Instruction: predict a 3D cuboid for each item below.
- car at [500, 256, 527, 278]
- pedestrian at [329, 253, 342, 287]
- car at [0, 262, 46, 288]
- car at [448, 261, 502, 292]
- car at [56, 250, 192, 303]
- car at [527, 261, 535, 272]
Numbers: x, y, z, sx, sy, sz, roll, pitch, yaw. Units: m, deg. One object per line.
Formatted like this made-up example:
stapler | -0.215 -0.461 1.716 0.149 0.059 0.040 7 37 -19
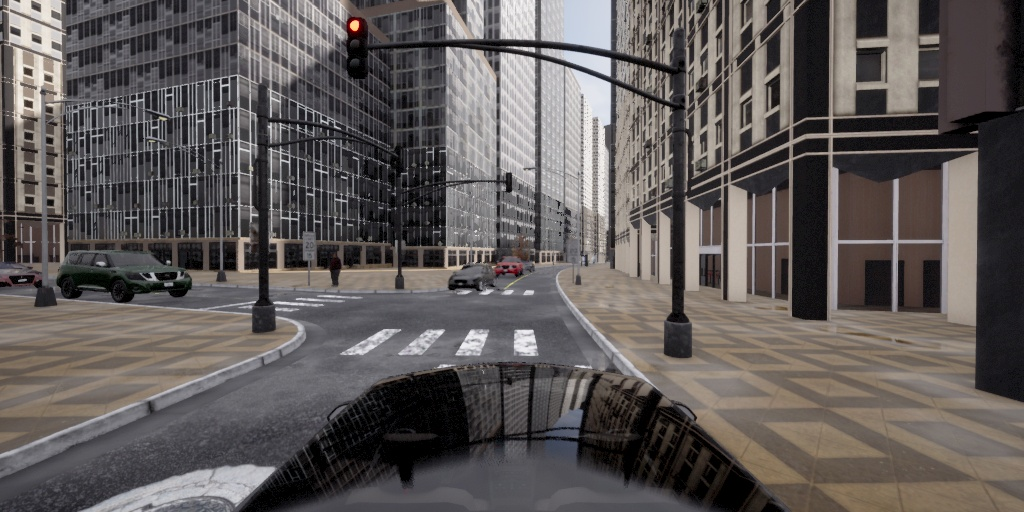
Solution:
car | -0.192 1.037 35.817 2.150 2.045 5.566 0 -1 9
pedestrian | -9.585 0.716 19.448 0.375 1.860 0.375 0 0 16
car | -25.809 0.982 18.035 4.181 1.385 1.994 1 1 16
car | -2.251 1.272 21.653 1.837 1.490 4.892 0 0 12
car | -16.621 0.770 15.382 5.566 2.045 2.150 1 1 17
car | 1.856 1.360 47.512 2.128 1.511 4.902 0 0 11
